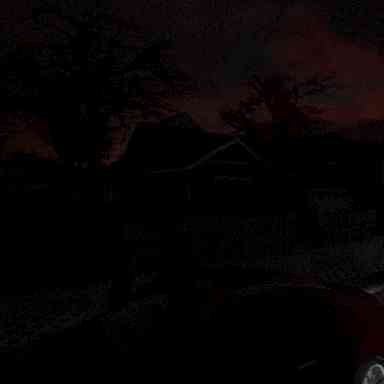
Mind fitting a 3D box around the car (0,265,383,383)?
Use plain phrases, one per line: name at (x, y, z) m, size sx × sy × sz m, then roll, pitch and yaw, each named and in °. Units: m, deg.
car at (0.184, 1.540, 3.190) m, size 4.674 × 1.442 × 1.812 m, roll 1°, pitch 0°, yaw -35°
